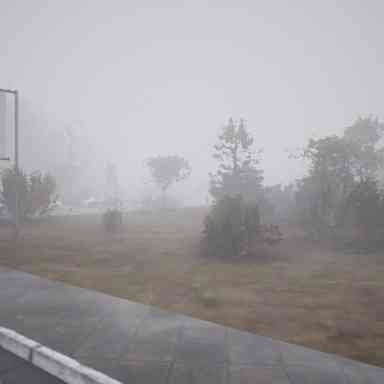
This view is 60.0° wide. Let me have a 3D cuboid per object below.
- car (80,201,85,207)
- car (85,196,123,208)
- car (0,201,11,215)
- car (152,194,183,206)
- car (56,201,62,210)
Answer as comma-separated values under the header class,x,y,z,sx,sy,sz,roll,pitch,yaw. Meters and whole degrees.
class,x,y,z,sx,sy,sz,roll,pitch,yaw
car,-14.483,1.465,50.041,1.812,1.442,4.674,0,0,39
car,-12.158,1.423,47.332,1.882,1.535,5.008,0,1,39
car,-17.794,1.352,34.323,2.097,1.767,4.553,0,0,39
car,-3.496,1.439,52.299,1.895,1.301,4.718,0,1,38
car,-17.998,1.521,40.005,1.812,1.442,4.674,0,0,39
